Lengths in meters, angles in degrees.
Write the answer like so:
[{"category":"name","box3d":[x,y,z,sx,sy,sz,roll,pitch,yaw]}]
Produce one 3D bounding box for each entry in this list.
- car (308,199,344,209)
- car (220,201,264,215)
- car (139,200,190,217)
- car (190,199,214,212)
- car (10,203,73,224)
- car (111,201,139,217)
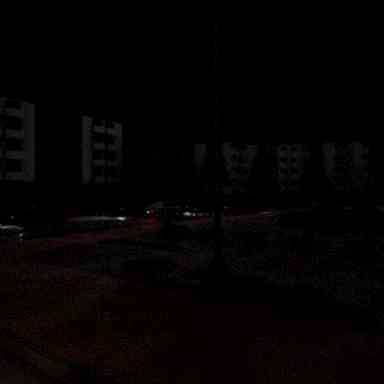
[{"category":"car","box3d":[18.750,1.679,46.422,4.718,1.301,1.895,0,0,-15]},{"category":"car","box3d":[5.501,1.659,36.231,5.357,1.411,2.033,0,0,-37]},{"category":"car","box3d":[-2.653,1.671,33.091,1.812,1.442,4.674,-1,0,40]},{"category":"car","box3d":[0.957,1.663,41.493,4.892,1.490,1.837,0,0,-37]},{"category":"car","box3d":[-11.877,1.676,26.540,1.837,1.490,4.892,0,0,34]},{"category":"car","box3d":[-6.109,1.648,34.532,1.882,1.535,5.008,-1,0,40]}]
